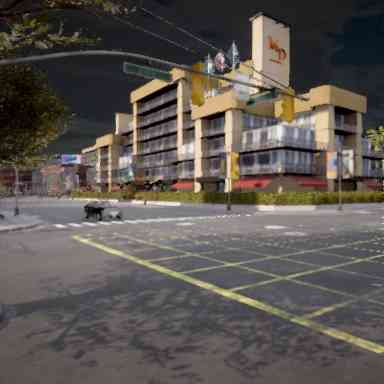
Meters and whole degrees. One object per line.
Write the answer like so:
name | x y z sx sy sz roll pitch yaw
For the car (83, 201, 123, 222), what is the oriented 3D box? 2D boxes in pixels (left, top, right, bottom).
car | -7.218 1.483 26.724 2.128 1.511 4.902 0 0 -36
